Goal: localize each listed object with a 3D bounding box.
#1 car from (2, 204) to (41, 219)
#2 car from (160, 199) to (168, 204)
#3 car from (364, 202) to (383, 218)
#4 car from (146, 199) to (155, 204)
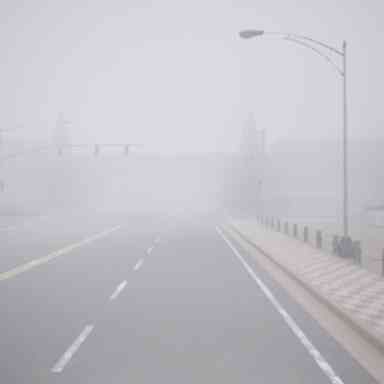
[{"bbox_3d":[-17.372,1.885,33.155,4.181,1.385,1.994,0,-1,2],"label":"car"},{"bbox_3d":[-7.426,2.490,87.731,1.812,1.442,4.674,0,-1,0],"label":"car"},{"bbox_3d":[20.087,1.815,33.509,5.008,1.535,1.882,1,-1,0],"label":"car"},{"bbox_3d":[-10.926,2.490,87.756,1.812,1.442,4.674,0,-1,0],"label":"car"}]
